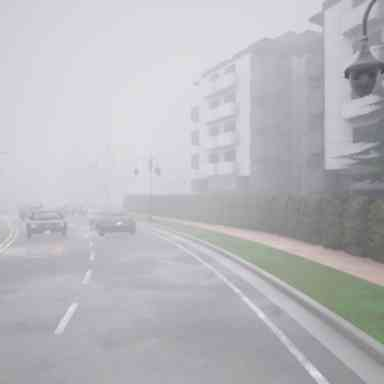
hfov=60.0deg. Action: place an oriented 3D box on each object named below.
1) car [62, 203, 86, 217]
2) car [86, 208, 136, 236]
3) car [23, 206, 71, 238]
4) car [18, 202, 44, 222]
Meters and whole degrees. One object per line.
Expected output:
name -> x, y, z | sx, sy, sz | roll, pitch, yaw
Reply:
car -> -11.471, 1.693, 31.509 | 1.895, 1.301, 4.718 | 0, 0, -33
car -> -4.626, 1.613, 19.089 | 1.994, 1.385, 4.181 | 0, 0, -25
car -> -7.953, 1.658, 18.159 | 1.895, 1.301, 4.718 | 0, 0, -25
car -> -13.185, 1.582, 27.520 | 2.128, 1.511, 4.902 | 0, 0, -31
